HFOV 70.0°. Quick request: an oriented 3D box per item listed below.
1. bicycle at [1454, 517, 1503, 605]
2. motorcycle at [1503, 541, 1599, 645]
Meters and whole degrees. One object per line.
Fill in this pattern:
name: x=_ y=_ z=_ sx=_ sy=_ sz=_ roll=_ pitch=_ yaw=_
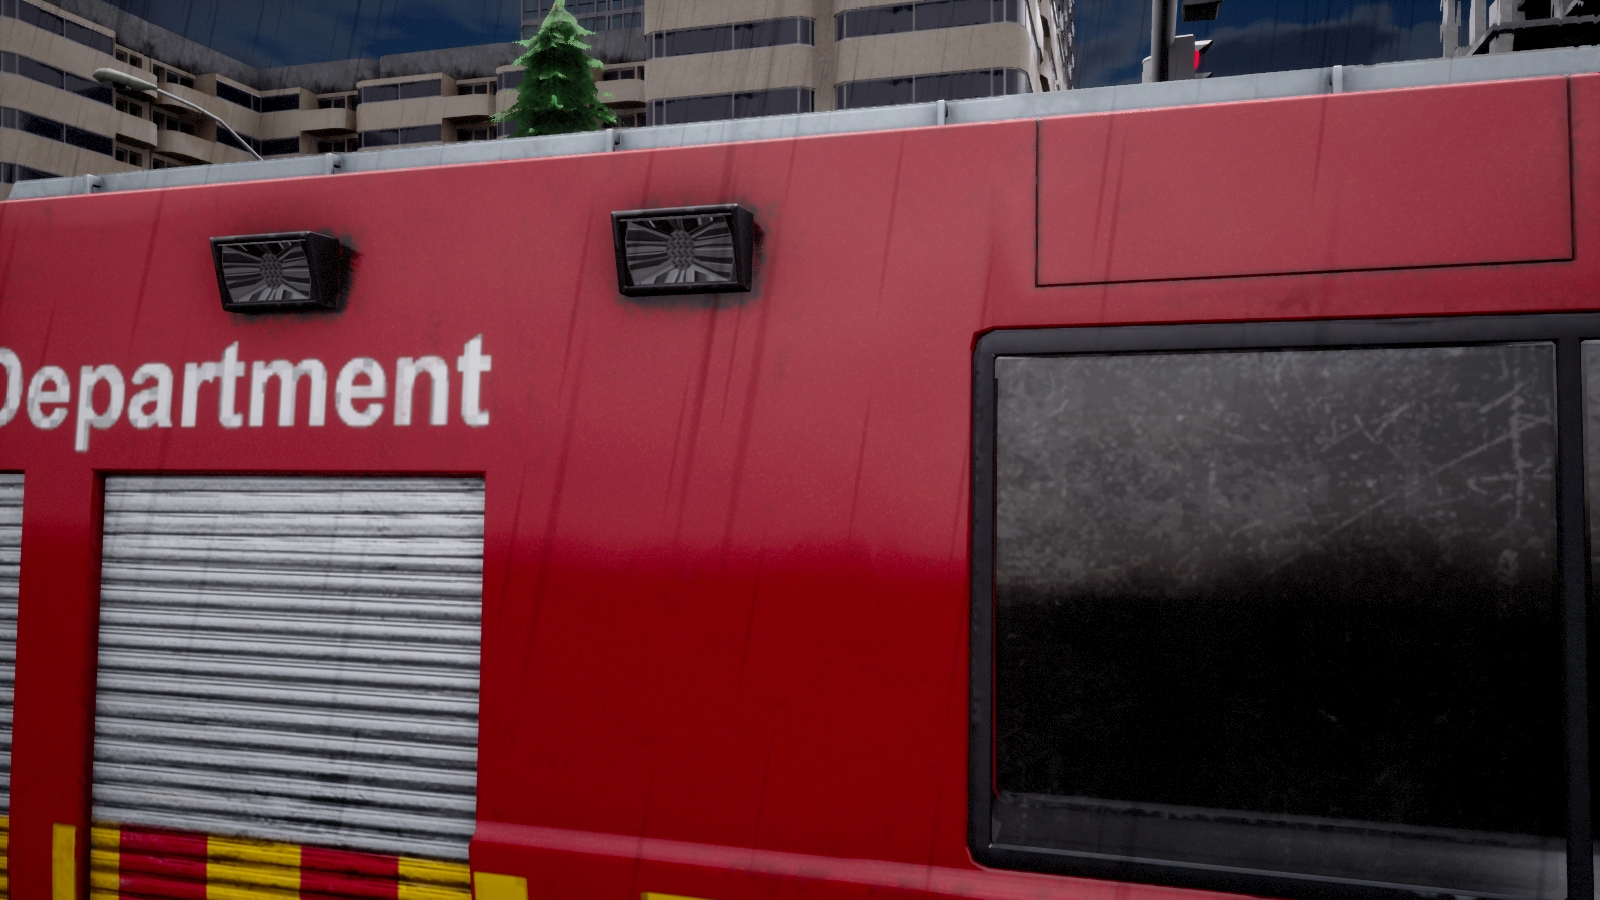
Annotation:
bicycle: x=12.788 y=2.060 z=21.569 sx=0.329 sy=1.471 sz=1.835 roll=0 pitch=0 yaw=16
motorcycle: x=11.678 y=2.155 z=17.664 sx=0.764 sy=1.307 sz=2.356 roll=0 pitch=0 yaw=16
